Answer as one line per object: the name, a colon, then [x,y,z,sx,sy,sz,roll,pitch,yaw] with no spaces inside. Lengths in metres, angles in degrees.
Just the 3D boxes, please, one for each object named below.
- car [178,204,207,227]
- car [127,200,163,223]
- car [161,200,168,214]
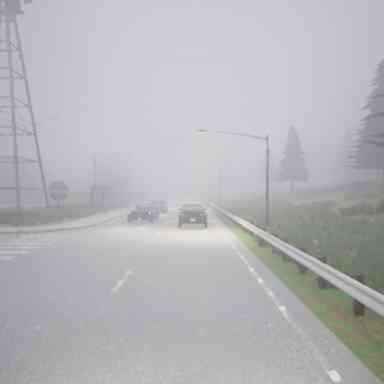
car: [0.043,1.509,22.394,1.812,1.442,4.674,0,0,0]
car: [-3.680,1.582,25.749,1.895,1.301,4.718,0,0,1]
car: [-3.631,1.522,35.746,2.033,1.411,5.357,0,0,0]
